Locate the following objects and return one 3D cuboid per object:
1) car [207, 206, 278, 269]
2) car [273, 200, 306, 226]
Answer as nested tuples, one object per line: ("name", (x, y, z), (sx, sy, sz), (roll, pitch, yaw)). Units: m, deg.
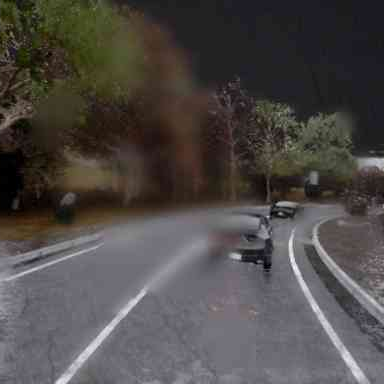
("car", (1.777, 1.434, 11.118), (1.837, 1.490, 4.892), (1, 1, 15))
("car", (7.507, 1.401, 25.791), (1.882, 1.535, 5.008), (3, 2, 29))
